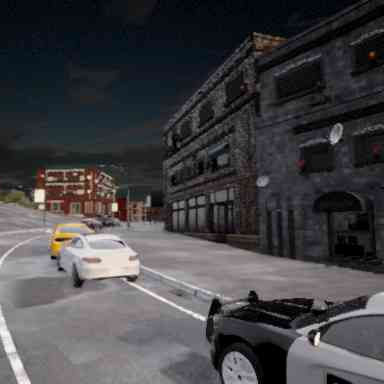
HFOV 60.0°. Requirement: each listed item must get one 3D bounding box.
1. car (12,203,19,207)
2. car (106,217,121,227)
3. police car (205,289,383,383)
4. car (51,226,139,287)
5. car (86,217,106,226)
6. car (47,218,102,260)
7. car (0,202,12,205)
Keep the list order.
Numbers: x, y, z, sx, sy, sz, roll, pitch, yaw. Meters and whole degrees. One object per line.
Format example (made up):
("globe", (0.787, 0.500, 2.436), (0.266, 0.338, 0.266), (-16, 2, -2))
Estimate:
("car", (-45.590, 3.666, 82.891), (2.002, 1.452, 4.674), (1, -7, -13))
("car", (-11.922, 4.400, 49.179), (2.128, 1.511, 4.902), (-1, -4, 1))
("police car", (2.218, 1.682, 3.296), (1.930, 1.638, 5.238), (4, -4, -40))
("car", (-3.220, 2.064, 10.998), (1.812, 1.442, 4.674), (3, -3, -30))
("car", (-11.910, 3.689, 38.980), (1.812, 1.442, 4.674), (-1, -4, 0))
("car", (-5.870, 2.254, 16.073), (1.882, 1.535, 5.008), (2, -3, -25))
("car", (-44.335, 2.998, 77.534), (2.002, 1.452, 4.674), (0, -7, -12))
